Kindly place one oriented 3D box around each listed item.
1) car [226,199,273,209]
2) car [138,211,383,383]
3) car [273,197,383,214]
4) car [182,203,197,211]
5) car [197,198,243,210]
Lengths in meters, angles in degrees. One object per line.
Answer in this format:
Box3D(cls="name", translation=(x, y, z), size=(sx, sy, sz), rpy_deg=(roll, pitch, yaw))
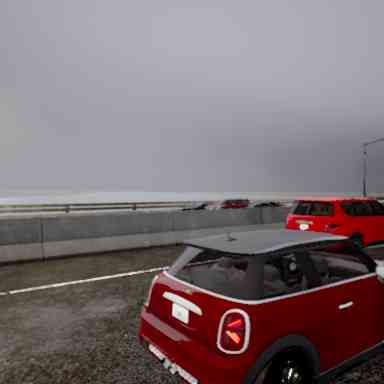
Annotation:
Box3D(cls="car", translation=(5.209, 1.461, 24.816), size=(4.892, 1.490, 1.837), rpy_deg=(0, 0, -35))
Box3D(cls="car", translation=(1.604, 1.343, 4.879), size=(4.553, 1.767, 2.097), rpy_deg=(0, 0, -35))
Box3D(cls="car", translation=(5.748, 1.195, 12.109), size=(5.566, 2.045, 2.150), rpy_deg=(0, 0, -35))
Box3D(cls="car", translation=(1.102, 1.519, 30.484), size=(4.181, 1.385, 1.994), rpy_deg=(0, 0, -35))
Box3D(cls="car", translation=(3.095, 1.308, 27.607), size=(4.553, 1.767, 2.097), rpy_deg=(0, 0, -35))
